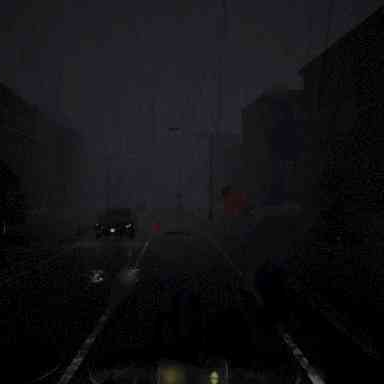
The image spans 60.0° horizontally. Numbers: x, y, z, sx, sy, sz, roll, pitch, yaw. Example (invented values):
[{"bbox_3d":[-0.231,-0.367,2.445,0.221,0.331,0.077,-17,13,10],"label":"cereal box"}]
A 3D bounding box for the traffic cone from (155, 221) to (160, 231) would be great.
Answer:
[{"bbox_3d":[-2.043,2.037,18.331,0.340,0.580,0.340,0,-1,-5],"label":"traffic cone"}]

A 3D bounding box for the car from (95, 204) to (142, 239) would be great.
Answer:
[{"bbox_3d":[-3.919,1.588,17.908,1.837,1.490,4.892,0,-1,-5],"label":"car"}]

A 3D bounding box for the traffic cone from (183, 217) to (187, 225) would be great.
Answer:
[{"bbox_3d":[-0.526,2.144,24.474,0.340,0.580,0.340,0,-1,-4],"label":"traffic cone"}]

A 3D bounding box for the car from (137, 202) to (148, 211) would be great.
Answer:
[{"bbox_3d":[-8.538,2.410,56.108,1.882,1.535,5.008,0,0,-8],"label":"car"}]

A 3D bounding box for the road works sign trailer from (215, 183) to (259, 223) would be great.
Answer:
[{"bbox_3d":[3.291,1.114,24.217,2.380,2.880,3.560,46,22,21],"label":"road works sign trailer"}]

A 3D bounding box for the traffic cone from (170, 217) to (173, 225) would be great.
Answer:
[{"bbox_3d":[-1.522,2.148,24.395,0.340,0.580,0.340,0,-1,-4],"label":"traffic cone"}]
